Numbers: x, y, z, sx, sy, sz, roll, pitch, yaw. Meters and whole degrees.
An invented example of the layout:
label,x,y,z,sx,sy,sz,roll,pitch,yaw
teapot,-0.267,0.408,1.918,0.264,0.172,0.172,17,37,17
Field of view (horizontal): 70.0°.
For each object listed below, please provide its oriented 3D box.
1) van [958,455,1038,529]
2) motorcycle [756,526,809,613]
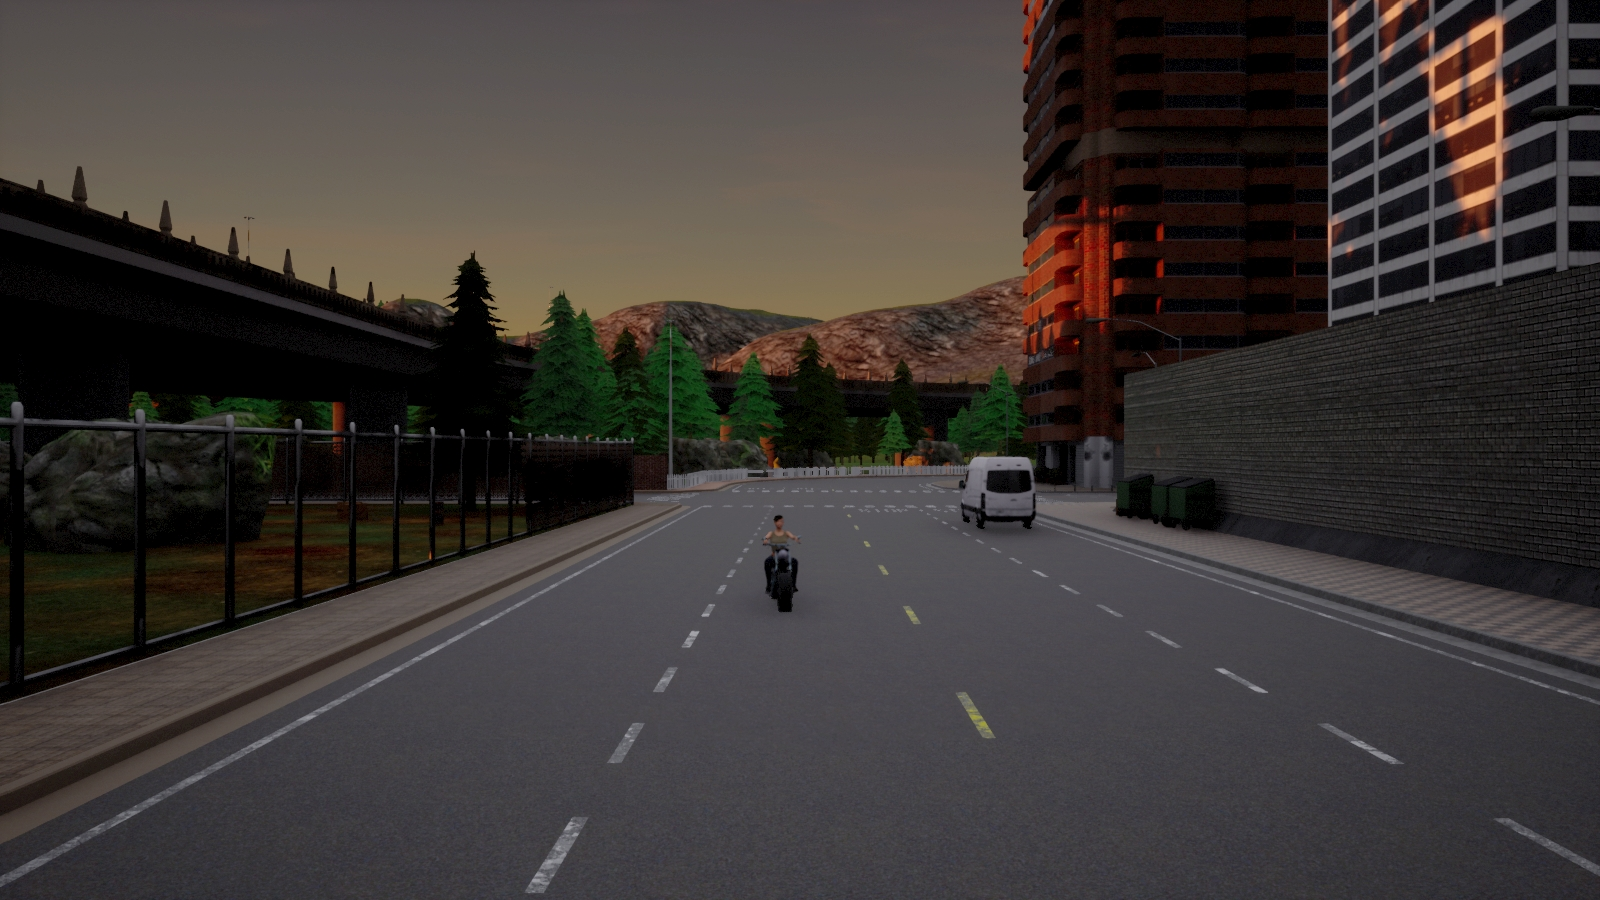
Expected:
label,x,y,z,sx,sy,sz,roll,pitch,yaw
van,7.294,1.478,42.700,1.988,2.561,5.915,0,0,0
motorcycle,-0.345,2.099,20.545,0.764,1.307,2.356,0,0,-6
